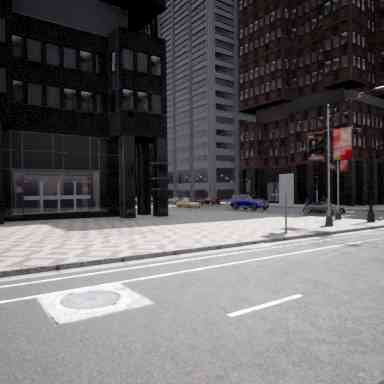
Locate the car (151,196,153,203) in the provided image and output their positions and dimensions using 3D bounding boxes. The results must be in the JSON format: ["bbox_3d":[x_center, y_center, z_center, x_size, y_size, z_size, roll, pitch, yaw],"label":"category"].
[{"bbox_3d":[-7.771,1.677,69.359,1.812,1.442,4.674,-1,0,-36],"label":"car"}]

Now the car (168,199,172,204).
[{"bbox_3d":[-1.577,1.697,60.744,2.033,1.411,5.357,-1,0,-35],"label":"car"}]

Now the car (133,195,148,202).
[{"bbox_3d":[-12.637,1.645,80.916,1.967,1.590,4.097,-1,1,-36],"label":"car"}]

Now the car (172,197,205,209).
[{"bbox_3d":[-0.555,1.720,49.342,1.752,1.417,4.829,-1,1,-36],"label":"car"}]

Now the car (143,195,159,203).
[{"bbox_3d":[-9.484,1.621,76.501,1.967,1.590,4.097,-1,1,-36],"label":"car"}]

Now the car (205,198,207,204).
[{"bbox_3d":[-0.002,1.730,53.193,1.994,1.385,4.181,-1,0,-35],"label":"car"}]

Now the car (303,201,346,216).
[{"bbox_3d":[13.524,1.648,34.229,1.994,1.385,4.181,-1,0,-36],"label":"car"}]

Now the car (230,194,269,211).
[{"bbox_3d":[7.345,1.343,42.857,2.150,2.045,5.566,-1,0,-36],"label":"car"}]

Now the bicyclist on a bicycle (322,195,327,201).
[{"bbox_3d":[17.408,1.280,43.796,1.656,1.620,0.582,-1,1,-36],"label":"bicyclist on a bicycle"}]

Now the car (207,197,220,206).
[{"bbox_3d":[3.132,1.639,58.845,1.887,1.381,4.507,-1,1,-36],"label":"car"}]

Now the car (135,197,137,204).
[{"bbox_3d":[-10.115,1.839,62.726,1.802,1.307,4.206,-1,1,-36],"label":"car"}]

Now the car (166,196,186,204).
[{"bbox_3d":[-3.274,1.662,67.812,1.752,1.417,4.829,-1,1,-36],"label":"car"}]
